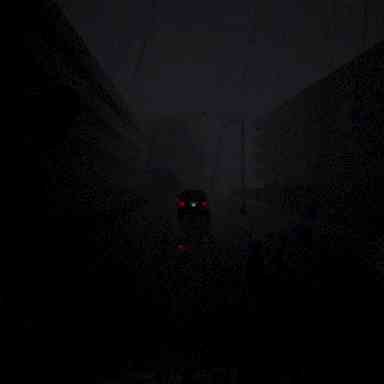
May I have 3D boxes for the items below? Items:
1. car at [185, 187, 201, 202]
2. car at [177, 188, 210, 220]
[{"bbox_3d":[0.109,0.272,42.762,1.882,1.535,5.008,0,3,0],"label":"car"},{"bbox_3d":[0.103,0.835,24.234,2.150,2.045,5.566,0,2,0],"label":"car"}]
